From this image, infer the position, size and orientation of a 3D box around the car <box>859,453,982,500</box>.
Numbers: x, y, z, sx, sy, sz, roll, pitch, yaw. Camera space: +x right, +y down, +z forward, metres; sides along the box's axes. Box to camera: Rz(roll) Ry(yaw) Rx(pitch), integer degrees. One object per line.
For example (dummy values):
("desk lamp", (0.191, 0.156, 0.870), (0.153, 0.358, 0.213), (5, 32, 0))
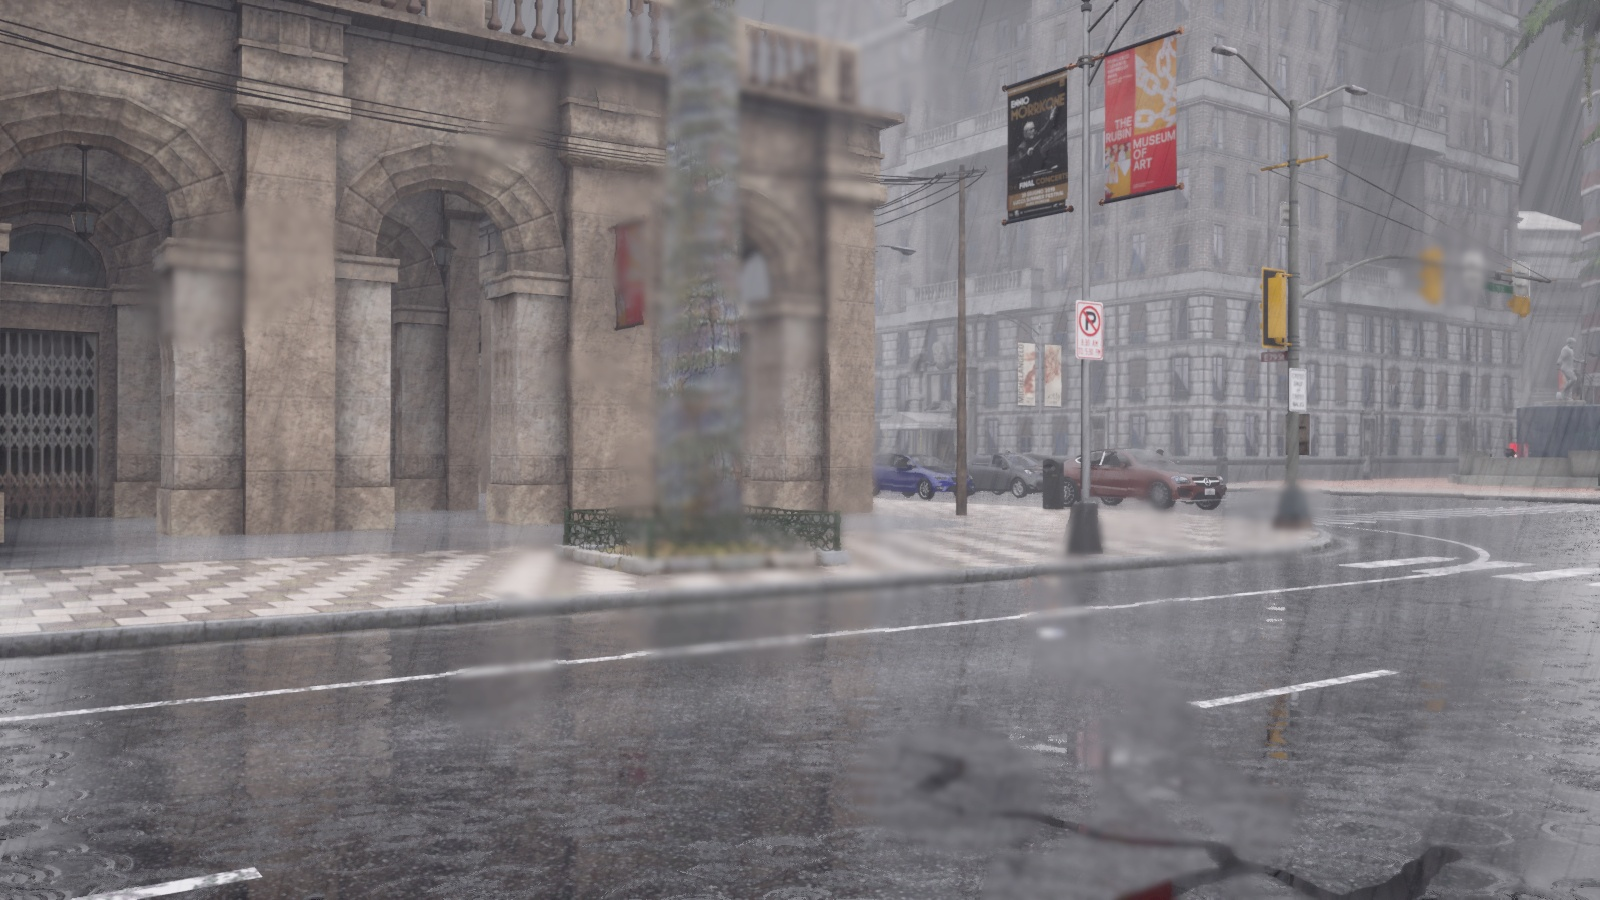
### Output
("car", (3.948, 0.852, 41.834), (1.816, 1.474, 4.193), (0, 0, -34))

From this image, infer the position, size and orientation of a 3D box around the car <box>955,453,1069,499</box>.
("car", (7.234, 0.849, 43.140), (1.845, 1.501, 3.633), (0, 0, -35))

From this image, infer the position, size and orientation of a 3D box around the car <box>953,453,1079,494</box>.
("car", (8.171, 0.850, 47.893), (1.837, 1.490, 4.892), (0, 0, -35))

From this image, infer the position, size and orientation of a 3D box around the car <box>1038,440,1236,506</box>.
("car", (9.144, 0.588, 34.468), (2.152, 1.651, 5.027), (0, 0, -35))
